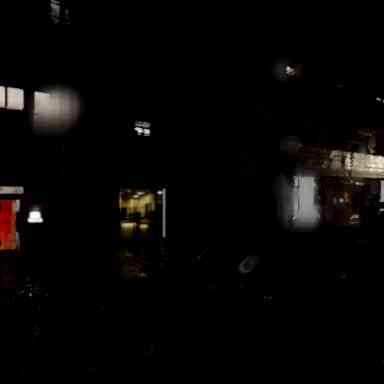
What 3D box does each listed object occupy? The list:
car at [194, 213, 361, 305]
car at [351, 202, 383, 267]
[{"bbox_3d":[1.998,1.434,8.041,4.097,1.590,1.967,0,0,-36],"label":"car"},{"bbox_3d":[6.559,1.282,11.351,5.009,1.841,2.192,0,0,-36],"label":"car"}]
